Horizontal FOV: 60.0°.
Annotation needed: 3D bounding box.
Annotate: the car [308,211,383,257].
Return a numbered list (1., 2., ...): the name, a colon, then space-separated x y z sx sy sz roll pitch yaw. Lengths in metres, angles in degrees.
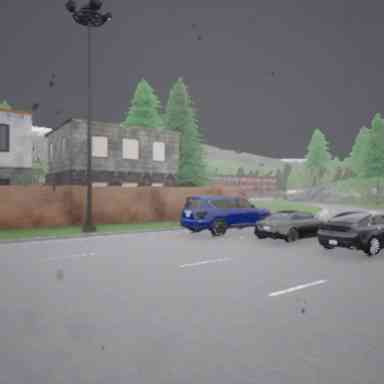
1. car: 6.937 1.503 13.059 4.892 1.490 1.837 0 0 -35

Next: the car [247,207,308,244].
1. car: 4.964 1.561 15.950 4.181 1.385 1.994 0 0 -35

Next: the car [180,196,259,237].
1. car: 1.988 1.220 18.164 5.566 2.045 2.150 0 0 -35
